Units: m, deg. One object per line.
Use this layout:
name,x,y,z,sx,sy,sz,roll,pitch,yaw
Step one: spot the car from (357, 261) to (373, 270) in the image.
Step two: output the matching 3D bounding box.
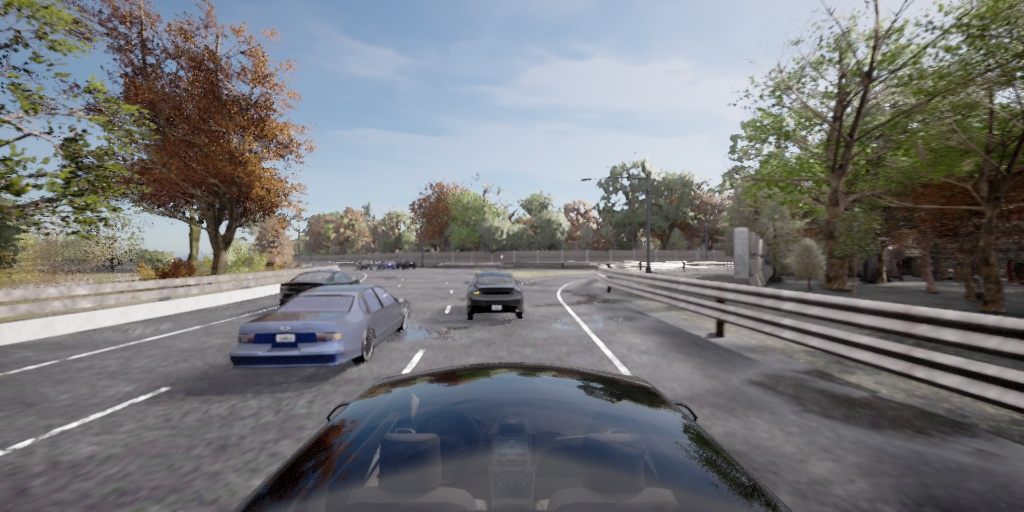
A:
car,-24.671,1.641,59.940,1.837,1.490,4.892,0,0,-36

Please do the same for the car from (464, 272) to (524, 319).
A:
car,-0.697,1.314,13.177,1.837,1.490,4.892,0,0,-6

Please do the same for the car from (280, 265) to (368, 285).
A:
car,-8.025,1.328,15.511,1.882,1.535,5.008,0,0,-7

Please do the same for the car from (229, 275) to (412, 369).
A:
car,-3.705,1.344,8.111,2.033,1.411,5.357,0,0,-4
